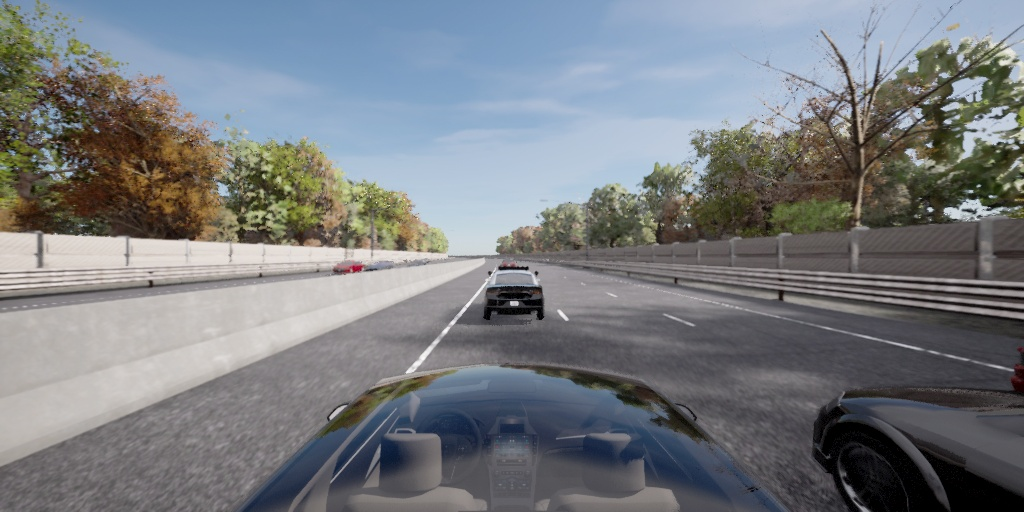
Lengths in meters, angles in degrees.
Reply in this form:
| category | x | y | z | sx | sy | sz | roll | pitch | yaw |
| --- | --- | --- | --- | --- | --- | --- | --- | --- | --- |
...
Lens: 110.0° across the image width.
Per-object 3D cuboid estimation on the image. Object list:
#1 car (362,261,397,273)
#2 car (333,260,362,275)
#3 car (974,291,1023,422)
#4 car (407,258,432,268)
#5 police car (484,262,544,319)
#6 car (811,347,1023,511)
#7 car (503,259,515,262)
| category | x | y | z | sx | sy | sz | roll | pitch | yaw |
| --- | --- | --- | --- | --- | --- | --- | --- | --- | --- |
| car | -14.524 | 1.310 | 40.229 | 2.033 | 1.411 | 5.357 | 0 | 0 | -1 |
| car | -18.016 | 1.239 | 39.810 | 1.882 | 1.535 | 5.008 | 0 | 0 | -1 |
| car | 7.092 | 1.226 | 2.266 | 1.882 | 1.535 | 5.008 | 0 | 0 | 0 |
| car | -11.071 | 1.268 | 42.476 | 1.837 | 1.490 | 4.892 | 0 | 0 | -1 |
| police car | 0.053 | 1.179 | 13.019 | 1.930 | 1.638 | 5.238 | 0 | 0 | 0 |
| car | 3.591 | 1.313 | 1.364 | 1.994 | 1.385 | 4.181 | 0 | 0 | 0 |
| car | -0.400 | 1.117 | 43.068 | 2.097 | 1.767 | 4.553 | 0 | 0 | -1 |
